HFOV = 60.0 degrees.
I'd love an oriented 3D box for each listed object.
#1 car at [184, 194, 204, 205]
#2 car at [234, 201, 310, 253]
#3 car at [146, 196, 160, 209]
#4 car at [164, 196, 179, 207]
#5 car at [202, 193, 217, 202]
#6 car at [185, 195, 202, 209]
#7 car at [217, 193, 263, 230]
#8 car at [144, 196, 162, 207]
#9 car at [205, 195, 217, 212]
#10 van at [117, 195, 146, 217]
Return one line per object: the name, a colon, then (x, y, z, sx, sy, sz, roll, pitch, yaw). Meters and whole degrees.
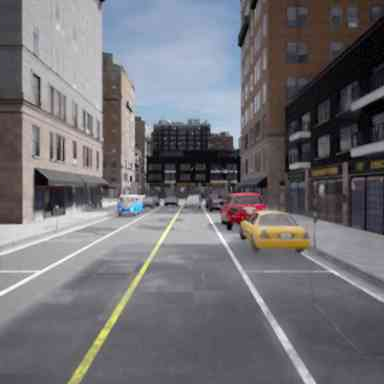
car: (0.374, 1.156, 52.970, 2.128, 1.511, 4.902, 0, 0, 13)
car: (3.029, 1.371, 13.248, 1.801, 1.575, 5.366, 0, 0, 0)
car: (-5.375, 1.292, 40.335, 2.008, 1.369, 4.403, 0, 0, 0)
car: (-2.777, 1.256, 45.676, 2.033, 1.411, 5.357, 0, 0, 1)
car: (2.650, 1.057, 40.331, 2.192, 1.841, 5.009, 0, 0, 0)
car: (0.097, 1.263, 41.142, 1.812, 1.442, 4.674, 0, 0, 0)
car: (2.987, 1.091, 20.086, 2.150, 2.045, 5.566, 0, 0, 0)
car: (-5.374, 1.272, 45.997, 1.947, 1.339, 4.313, 0, 0, 0)
car: (2.648, 1.344, 34.671, 1.947, 1.339, 4.313, 0, 0, 0)
van: (-5.379, 1.155, 29.010, 1.690, 1.788, 3.998, 0, 0, 0)
